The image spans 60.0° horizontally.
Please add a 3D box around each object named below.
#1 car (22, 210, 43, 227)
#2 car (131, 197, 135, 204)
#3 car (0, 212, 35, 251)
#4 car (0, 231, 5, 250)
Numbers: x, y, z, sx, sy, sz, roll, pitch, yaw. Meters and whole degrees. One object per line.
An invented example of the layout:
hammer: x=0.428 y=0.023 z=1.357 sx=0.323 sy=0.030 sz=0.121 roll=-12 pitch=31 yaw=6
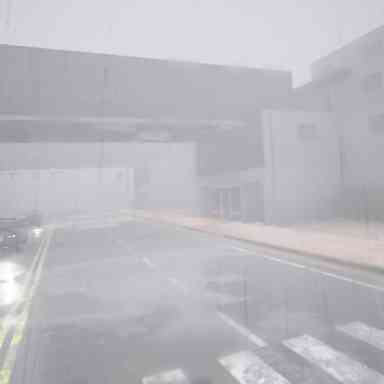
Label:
car: x=-14.559 y=2.348 z=29.888 sx=1.882 sy=1.535 sz=5.008 roll=-3 pitch=0 yaw=-21
car: x=-14.337 y=2.009 z=84.750 sx=1.932 sy=1.855 sz=4.605 roll=-3 pitch=0 yaw=-22
car: x=-9.344 y=2.050 z=16.502 sx=2.128 sy=1.511 sz=4.902 roll=-3 pitch=0 yaw=-21
car: x=-5.880 y=1.829 z=7.664 sx=1.882 sy=1.535 sz=5.008 roll=-3 pitch=0 yaw=-22
